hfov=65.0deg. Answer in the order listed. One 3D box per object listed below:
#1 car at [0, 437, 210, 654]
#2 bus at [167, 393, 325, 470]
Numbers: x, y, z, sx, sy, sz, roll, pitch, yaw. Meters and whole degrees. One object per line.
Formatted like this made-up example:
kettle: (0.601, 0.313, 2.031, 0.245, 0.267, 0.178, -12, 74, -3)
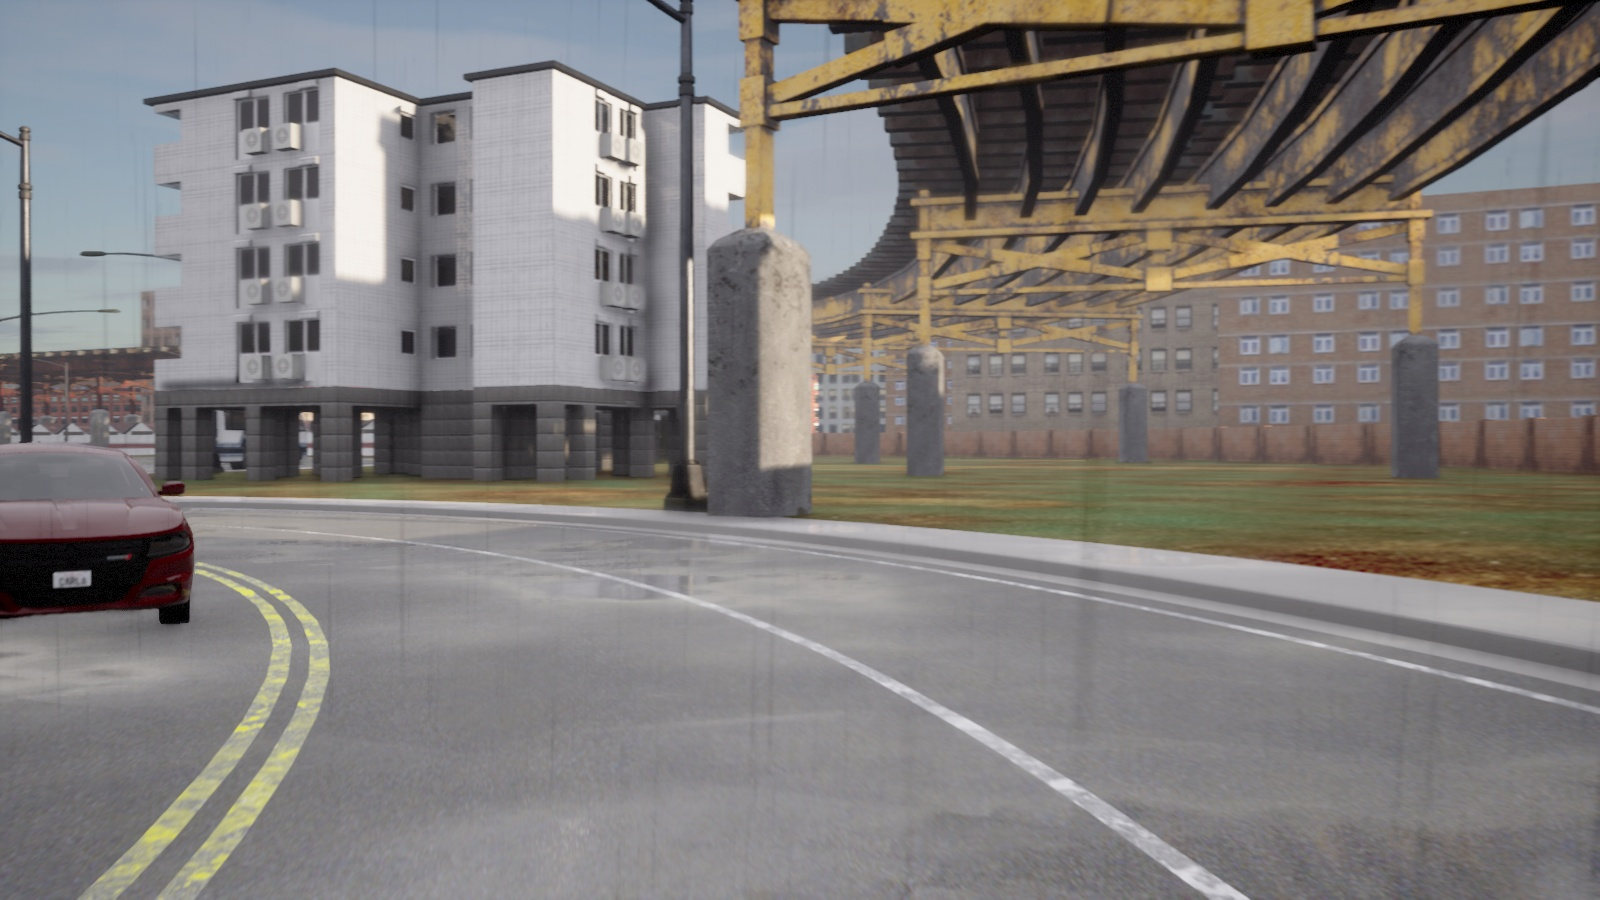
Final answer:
car: (-6.731, 0.665, 11.212, 1.882, 1.535, 5.008, 0, 0, -34)
bus: (-32.570, -1.032, 74.520, 3.944, 4.253, 10.273, 0, 0, 6)
